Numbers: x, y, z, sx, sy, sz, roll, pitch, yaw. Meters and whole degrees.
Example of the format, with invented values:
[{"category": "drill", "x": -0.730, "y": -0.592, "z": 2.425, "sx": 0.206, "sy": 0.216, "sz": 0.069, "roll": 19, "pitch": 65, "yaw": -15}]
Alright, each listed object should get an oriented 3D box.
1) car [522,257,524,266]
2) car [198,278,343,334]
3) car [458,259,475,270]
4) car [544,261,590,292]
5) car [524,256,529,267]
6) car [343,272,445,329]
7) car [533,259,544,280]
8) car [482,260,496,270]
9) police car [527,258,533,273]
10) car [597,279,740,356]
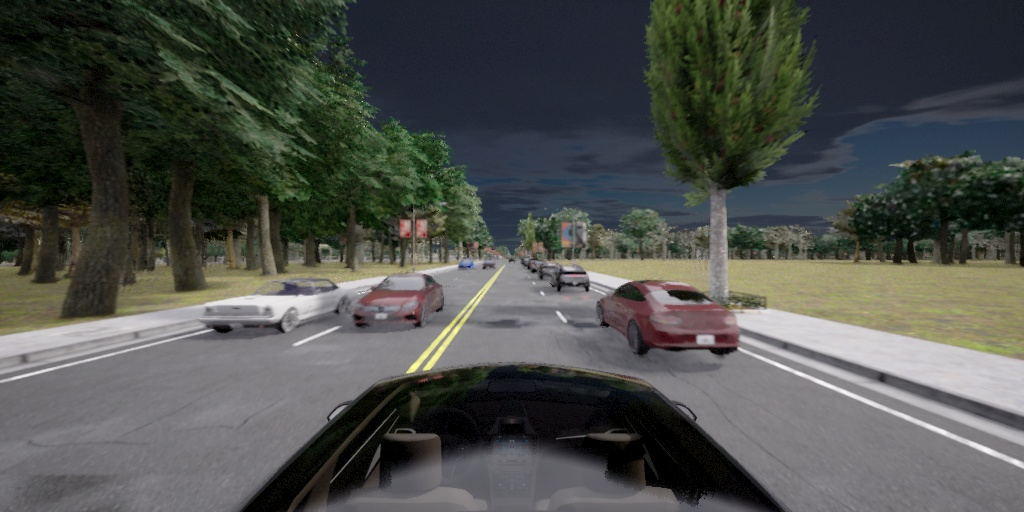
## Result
[{"category": "car", "x": 3.250, "y": 1.316, "z": 64.500, "sx": 1.994, "sy": 1.385, "sz": 4.181, "roll": 0, "pitch": 0, "yaw": 0}, {"category": "car", "x": -6.601, "y": 1.352, "z": 10.786, "sx": 1.895, "sy": 1.301, "sz": 4.718, "roll": 0, "pitch": 0, "yaw": 0}, {"category": "car", "x": -6.568, "y": 1.230, "z": 51.958, "sx": 1.882, "sy": 1.535, "sz": 5.008, "roll": 0, "pitch": 0, "yaw": 0}, {"category": "car", "x": 3.348, "y": 1.242, "z": 21.363, "sx": 2.128, "sy": 1.511, "sz": 4.902, "roll": 0, "pitch": 0, "yaw": 0}, {"category": "car", "x": 3.250, "y": 1.181, "z": 53.500, "sx": 2.033, "sy": 1.649, "sz": 4.856, "roll": 0, "pitch": 0, "yaw": 0}, {"category": "car", "x": -3.339, "y": 1.276, "z": 11.461, "sx": 1.812, "sy": 1.442, "sz": 4.674, "roll": 0, "pitch": 0, "yaw": 0}, {"category": "car", "x": 3.250, "y": 1.243, "z": 31.500, "sx": 2.128, "sy": 1.511, "sz": 4.902, "roll": 0, "pitch": 0, "yaw": 0}, {"category": "car", "x": -3.315, "y": 1.299, "z": 52.625, "sx": 2.033, "sy": 1.411, "sz": 5.357, "roll": 0, "pitch": 0, "yaw": 1}, {"category": "police car", "x": 3.250, "y": 1.256, "z": 42.500, "sx": 2.038, "sy": 1.542, "sz": 4.974, "roll": 0, "pitch": 0, "yaw": 0}, {"category": "car", "x": 3.356, "y": 1.276, "z": 8.504, "sx": 1.812, "sy": 1.442, "sz": 4.674, "roll": 0, "pitch": 0, "yaw": 0}]
